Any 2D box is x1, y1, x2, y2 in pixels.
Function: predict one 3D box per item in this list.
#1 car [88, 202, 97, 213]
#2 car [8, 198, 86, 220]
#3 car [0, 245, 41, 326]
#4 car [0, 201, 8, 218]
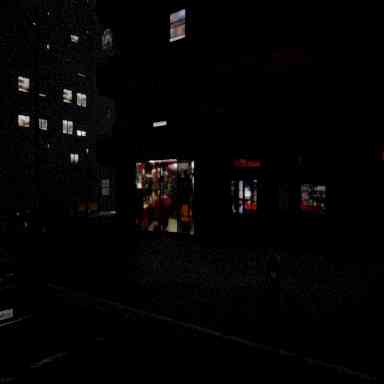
[{"bbox_3d":[-10.987,1.250,30.516,1.752,1.417,4.829,1,1,35],"label":"car"},{"bbox_3d":[-11.109,1.283,25.834,1.837,1.490,4.892,0,1,35],"label":"car"},{"bbox_3d":[-4.505,1.551,6.083,4.403,1.369,2.008,0,0,35],"label":"car"},{"bbox_3d":[-14.075,1.350,26.090,2.008,1.369,4.403,1,1,35],"label":"car"}]
